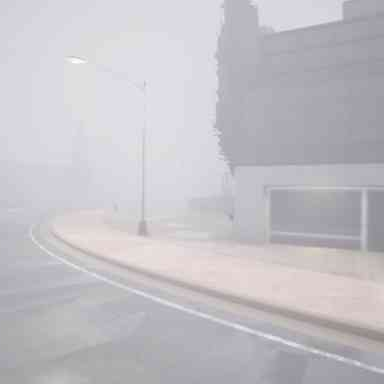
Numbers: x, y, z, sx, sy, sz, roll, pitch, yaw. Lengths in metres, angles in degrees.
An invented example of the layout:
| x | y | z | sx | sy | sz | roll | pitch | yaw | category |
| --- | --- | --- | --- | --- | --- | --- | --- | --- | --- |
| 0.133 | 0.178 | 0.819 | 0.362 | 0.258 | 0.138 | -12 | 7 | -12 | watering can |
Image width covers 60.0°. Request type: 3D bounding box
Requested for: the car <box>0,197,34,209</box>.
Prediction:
| x | y | z | sx | sy | sz | roll | pitch | yaw | category |
| --- | --- | --- | --- | --- | --- | --- | --- | --- | --- |
| -21.057 | 1.270 | 39.741 | 2.033 | 1.411 | 5.357 | 1 | 0 | 3 | car |
